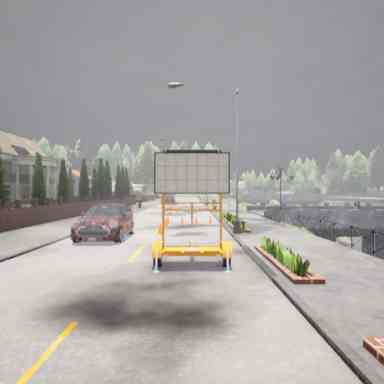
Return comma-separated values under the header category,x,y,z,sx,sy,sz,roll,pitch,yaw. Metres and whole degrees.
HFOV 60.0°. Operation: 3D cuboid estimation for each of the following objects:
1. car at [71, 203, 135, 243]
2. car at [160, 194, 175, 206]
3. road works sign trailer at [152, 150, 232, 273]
category,x,y,z,sx,sy,sz,roll,pitch,yaw
car,-4.097,1.349,15.897,2.097,1.767,4.553,0,0,0
car,-4.074,1.210,56.284,2.150,2.045,5.566,0,0,0
road works sign trailer,0.003,0.462,10.659,2.380,3.560,2.880,0,0,0
